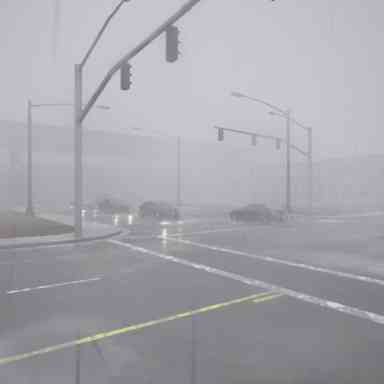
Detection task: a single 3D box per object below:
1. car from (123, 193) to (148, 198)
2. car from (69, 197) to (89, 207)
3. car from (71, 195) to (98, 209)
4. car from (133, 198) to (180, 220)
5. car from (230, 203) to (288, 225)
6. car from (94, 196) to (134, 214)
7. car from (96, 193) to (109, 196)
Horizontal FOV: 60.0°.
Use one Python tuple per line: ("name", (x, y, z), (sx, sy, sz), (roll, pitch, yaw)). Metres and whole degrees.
("car", (-12.224, 1.222, 69.332), (2.150, 2.045, 5.566), (0, 0, 30))
("car", (-18.322, 1.547, 54.154), (2.033, 1.411, 5.357), (0, 0, -8))
("car", (-14.279, 1.526, 44.276), (1.812, 1.442, 4.674), (0, 0, -32))
("car", (-2.903, 1.505, 28.414), (1.837, 1.490, 4.892), (0, 0, -36))
("car", (4.802, 1.526, 24.197), (1.812, 1.442, 4.674), (0, 0, -36))
("car", (-8.481, 1.478, 35.987), (1.882, 1.535, 5.008), (0, 0, -36))
("car", (-15.055, 1.222, 56.582), (2.150, 2.045, 5.566), (0, 0, -5))
